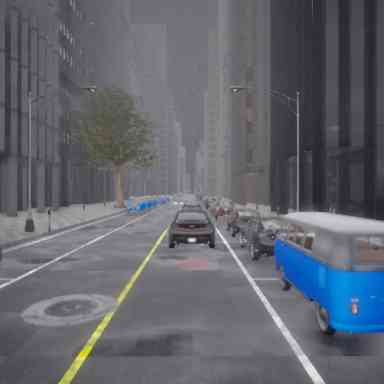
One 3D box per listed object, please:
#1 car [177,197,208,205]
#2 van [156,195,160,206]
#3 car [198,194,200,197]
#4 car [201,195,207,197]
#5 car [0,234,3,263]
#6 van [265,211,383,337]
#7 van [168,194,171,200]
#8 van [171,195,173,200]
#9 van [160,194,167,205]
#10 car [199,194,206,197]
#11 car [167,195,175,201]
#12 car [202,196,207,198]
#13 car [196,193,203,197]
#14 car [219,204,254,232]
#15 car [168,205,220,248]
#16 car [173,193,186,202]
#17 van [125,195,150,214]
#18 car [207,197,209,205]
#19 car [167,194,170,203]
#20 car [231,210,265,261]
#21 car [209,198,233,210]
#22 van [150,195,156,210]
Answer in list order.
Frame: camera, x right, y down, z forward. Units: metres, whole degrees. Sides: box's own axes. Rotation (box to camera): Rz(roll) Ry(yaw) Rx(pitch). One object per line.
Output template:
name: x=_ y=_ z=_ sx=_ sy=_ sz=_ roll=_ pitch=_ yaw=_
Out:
car: x=0.000 y=1.500 z=29.650 sx=2.128 sy=1.511 sz=4.902 roll=0 pitch=0 yaw=0
van: x=-5.761 y=1.353 z=45.742 sx=1.690 sy=1.788 sz=3.998 roll=0 pitch=0 yaw=0
car: x=2.763 y=1.594 z=68.224 sx=1.947 sy=1.339 sz=4.313 roll=0 pitch=0 yaw=0
car: x=2.763 y=1.581 z=51.367 sx=1.947 sy=1.339 sz=4.313 roll=0 pitch=0 yaw=0
car: x=-5.761 y=1.313 z=6.413 sx=2.192 sy=1.841 sz=5.009 roll=0 pitch=0 yaw=0
van: x=2.764 y=1.339 z=6.417 sx=1.690 sy=1.788 sz=3.998 roll=0 pitch=0 yaw=0
van: x=-5.761 y=1.369 z=68.215 sx=1.690 sy=1.788 sz=3.998 roll=0 pitch=0 yaw=0
van: x=-5.761 y=1.374 z=73.834 sx=1.690 sy=1.788 sz=3.998 roll=0 pitch=0 yaw=0
van: x=-5.761 y=1.360 z=56.978 sx=1.690 sy=1.788 sz=3.998 roll=0 pitch=0 yaw=0
car: x=2.763 y=1.549 z=62.775 sx=1.752 sy=1.417 sz=4.829 roll=0 pitch=0 yaw=0
car: x=-5.762 y=1.576 z=90.518 sx=1.752 sy=1.417 sz=4.829 roll=0 pitch=0 yaw=0
car: x=2.763 y=1.578 z=45.749 sx=1.947 sy=1.339 sz=4.313 roll=0 pitch=0 yaw=0
car: x=2.763 y=1.359 z=85.081 sx=2.192 sy=1.841 sz=5.009 roll=0 pitch=0 yaw=0
car: x=2.764 y=1.551 z=17.655 sx=2.008 sy=1.369 sz=4.403 roll=0 pitch=0 yaw=0
car: x=0.000 y=1.517 z=14.650 sx=1.837 sy=1.490 sz=4.892 roll=0 pitch=0 yaw=0
car: x=-3.000 y=1.524 z=75.882 sx=1.895 sy=1.301 sz=4.718 roll=0 pitch=0 yaw=0
van: x=-5.761 y=1.347 z=34.505 sx=1.690 sy=1.788 sz=3.998 roll=0 pitch=0 yaw=0
car: x=2.763 y=1.532 z=34.681 sx=1.752 sy=1.417 sz=4.829 roll=0 pitch=0 yaw=0
car: x=-5.762 y=1.568 z=62.596 sx=1.887 sy=1.381 sz=4.507 roll=0 pitch=0 yaw=0
car: x=2.764 y=1.550 z=12.036 sx=2.008 sy=1.369 sz=4.403 roll=0 pitch=0 yaw=0
car: x=2.764 y=1.444 z=28.892 sx=1.967 sy=1.590 sz=4.097 roll=0 pitch=0 yaw=0
van: x=-5.761 y=1.350 z=40.123 sx=1.690 sy=1.788 sz=3.998 roll=0 pitch=0 yaw=0
